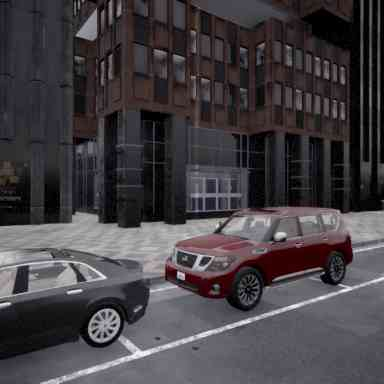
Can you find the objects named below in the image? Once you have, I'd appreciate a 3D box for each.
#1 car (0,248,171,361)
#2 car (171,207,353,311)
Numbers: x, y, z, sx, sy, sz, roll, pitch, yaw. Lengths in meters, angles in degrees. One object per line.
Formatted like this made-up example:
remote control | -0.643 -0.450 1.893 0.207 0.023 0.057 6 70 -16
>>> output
car | -2.737 1.551 4.695 4.403 1.369 2.008 0 0 -35
car | 1.831 1.315 7.951 5.009 1.841 2.192 0 0 -35
